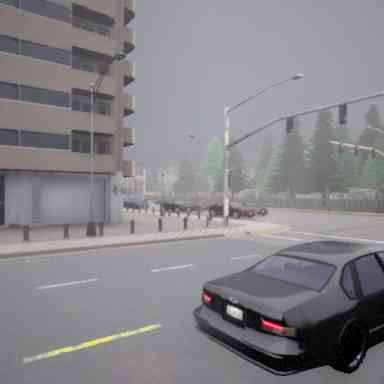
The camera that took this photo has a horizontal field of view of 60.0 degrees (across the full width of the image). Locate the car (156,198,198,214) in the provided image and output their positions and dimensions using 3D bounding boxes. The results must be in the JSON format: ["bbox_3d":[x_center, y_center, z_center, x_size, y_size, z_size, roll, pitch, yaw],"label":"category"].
[{"bbox_3d":[-1.828,1.619,38.506,1.882,1.535,5.008,0,0,-36],"label":"car"}]

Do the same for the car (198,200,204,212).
[{"bbox_3d":[0.840,1.720,40.808,1.994,1.385,4.181,0,0,-35],"label":"car"}]

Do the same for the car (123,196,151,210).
[{"bbox_3d":[-7.854,1.689,46.866,2.033,1.411,5.357,0,0,-36],"label":"car"}]

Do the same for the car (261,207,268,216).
[{"bbox_3d":[5.749,1.721,33.981,1.994,1.385,4.181,0,0,-37],"label":"car"}]

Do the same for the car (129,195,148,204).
[{"bbox_3d":[-11.202,1.538,69.730,2.097,1.767,4.553,0,0,-36],"label":"car"}]

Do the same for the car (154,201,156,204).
[{"bbox_3d":[-4.982,1.733,61.166,2.033,1.411,5.357,0,0,-36],"label":"car"}]

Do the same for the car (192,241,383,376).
[{"bbox_3d":[2.587,1.570,5.627,5.357,1.411,2.033,0,0,-35],"label":"car"}]

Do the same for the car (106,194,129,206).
[{"bbox_3d":[-13.796,1.367,61.240,2.150,2.045,5.566,0,0,-36],"label":"car"}]

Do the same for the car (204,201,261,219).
[{"bbox_3d":[3.633,1.620,30.941,1.882,1.535,5.008,0,0,-36],"label":"car"}]
